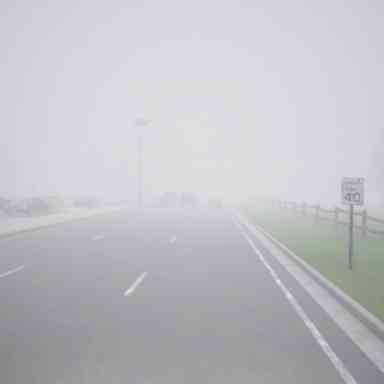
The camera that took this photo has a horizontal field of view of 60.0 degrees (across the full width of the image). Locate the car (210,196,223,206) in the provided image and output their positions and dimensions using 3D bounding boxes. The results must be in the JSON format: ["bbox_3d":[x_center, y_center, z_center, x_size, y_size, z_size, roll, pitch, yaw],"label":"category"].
[{"bbox_3d":[4.084,1.484,55.425,1.994,1.385,4.181,1,0,5],"label":"car"}]

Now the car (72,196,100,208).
[{"bbox_3d":[-12.513,1.166,39.432,1.994,1.385,4.181,1,0,5],"label":"car"}]

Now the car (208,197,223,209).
[{"bbox_3d":[3.178,1.409,45.314,1.882,1.535,5.008,1,0,5],"label":"car"}]

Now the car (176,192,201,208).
[{"bbox_3d":[-0.383,1.076,44.763,2.150,2.045,5.566,1,0,5],"label":"car"}]

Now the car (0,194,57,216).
[{"bbox_3d":[-13.381,1.147,27.457,1.812,1.442,4.674,1,0,4],"label":"car"}]

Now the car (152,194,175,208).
[{"bbox_3d":[-3.991,1.339,44.586,1.994,1.385,4.181,1,0,6],"label":"car"}]

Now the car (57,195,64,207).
[{"bbox_3d":[-16.181,1.007,37.374,1.882,1.535,5.008,1,0,5],"label":"car"}]

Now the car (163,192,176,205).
[{"bbox_3d":[-3.334,0.988,52.281,2.150,2.045,5.566,1,0,5],"label":"car"}]
